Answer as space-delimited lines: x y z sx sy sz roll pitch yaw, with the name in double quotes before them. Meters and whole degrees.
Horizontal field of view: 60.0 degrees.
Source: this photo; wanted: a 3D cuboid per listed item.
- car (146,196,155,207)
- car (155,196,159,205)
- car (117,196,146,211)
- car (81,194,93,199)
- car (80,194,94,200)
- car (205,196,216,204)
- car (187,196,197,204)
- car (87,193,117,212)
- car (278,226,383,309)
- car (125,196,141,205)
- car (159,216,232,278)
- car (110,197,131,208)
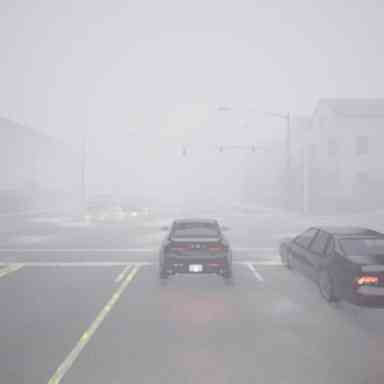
"car" -7.082 1.455 48.798 1.837 1.490 4.892 0 0 0
"car" -7.029 1.486 59.209 2.033 1.411 5.357 0 0 1
"car" -7.092 1.437 39.343 1.882 1.535 5.008 0 0 0
"car" -28.196 1.203 89.097 1.853 1.218 4.536 0 0 -36
"car" -28.165 1.361 89.056 2.038 1.542 4.974 0 0 -36
"car" 3.510 1.480 63.329 2.033 1.411 5.357 0 0 0
"car" 0.011 1.482 63.329 2.033 1.411 5.357 0 0 0
"car" -10.593 1.181 39.129 2.150 2.045 5.566 0 0 0
"car" 3.608 1.539 8.102 2.033 1.411 5.357 0 0 0
"car" -10.523 1.443 59.567 1.837 1.490 4.892 0 0 0
"car" 0.095 1.495 10.094 1.837 1.490 4.892 0 0 0
"car" -10.579 1.496 49.375 2.033 1.411 5.357 0 0 0
